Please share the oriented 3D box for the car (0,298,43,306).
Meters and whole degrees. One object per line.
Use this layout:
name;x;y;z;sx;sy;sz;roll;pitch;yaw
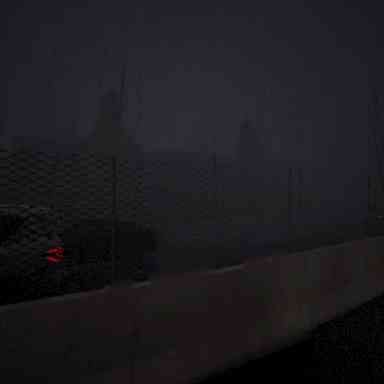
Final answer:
car;-4.817;1.239;4.944;5.566;2.045;2.150;0;0;-36
